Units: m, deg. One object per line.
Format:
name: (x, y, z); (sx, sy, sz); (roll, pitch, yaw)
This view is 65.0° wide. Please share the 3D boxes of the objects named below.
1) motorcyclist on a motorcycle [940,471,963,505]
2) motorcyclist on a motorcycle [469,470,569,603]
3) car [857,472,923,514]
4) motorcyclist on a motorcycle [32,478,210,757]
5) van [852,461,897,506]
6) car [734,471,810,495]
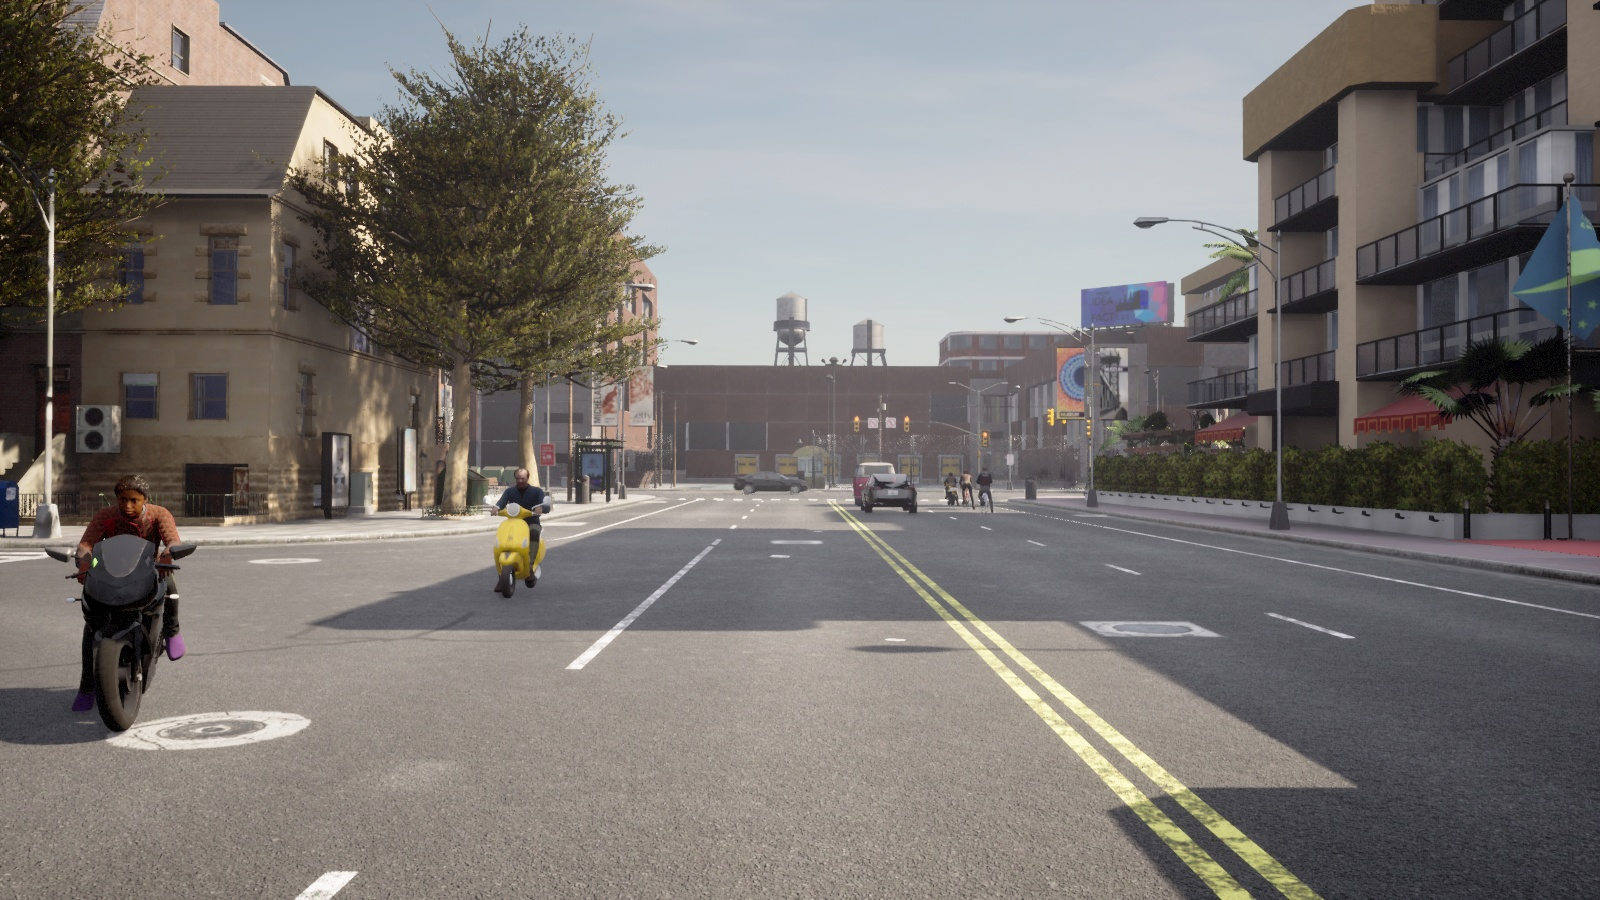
motorcyclist on a motorcycle: (6.873, 1.725, 57.068); (0.797, 1.523, 2.044); (0, -1, 0)
motorcyclist on a motorcycle: (-3.536, 1.050, 15.958); (0.866, 1.590, 1.817); (0, -1, 0)
car: (3.391, 1.608, 48.182); (2.163, 1.488, 4.792); (0, -1, 0)
motorcyclist on a motorcycle: (-4.264, 0.948, 8.029); (0.797, 1.523, 2.044); (0, -1, -23)
van: (3.369, 1.512, 57.213); (1.775, 1.987, 4.442); (0, -1, 0)
car: (-1.824, 2.196, 83.336); (5.008, 1.535, 1.882); (0, -1, 0)
